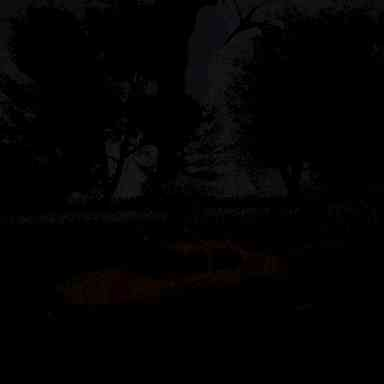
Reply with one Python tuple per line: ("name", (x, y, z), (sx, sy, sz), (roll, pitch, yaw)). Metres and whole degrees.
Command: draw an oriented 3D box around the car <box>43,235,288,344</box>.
("car", (-0.193, 1.560, 6.421), (4.829, 1.417, 1.752), (1, 0, -35))
